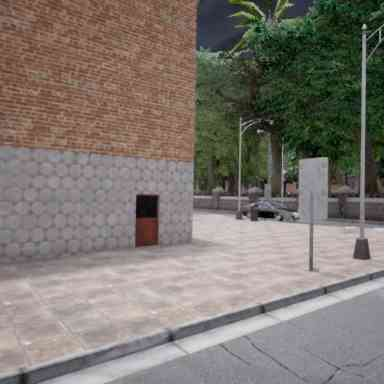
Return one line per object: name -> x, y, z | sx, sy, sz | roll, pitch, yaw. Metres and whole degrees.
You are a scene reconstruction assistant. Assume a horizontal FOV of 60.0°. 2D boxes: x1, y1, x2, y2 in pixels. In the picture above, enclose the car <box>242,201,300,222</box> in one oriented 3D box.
car -> 5.977, 1.479, 25.543 | 2.128, 1.511, 4.902 | 2, -1, -36
